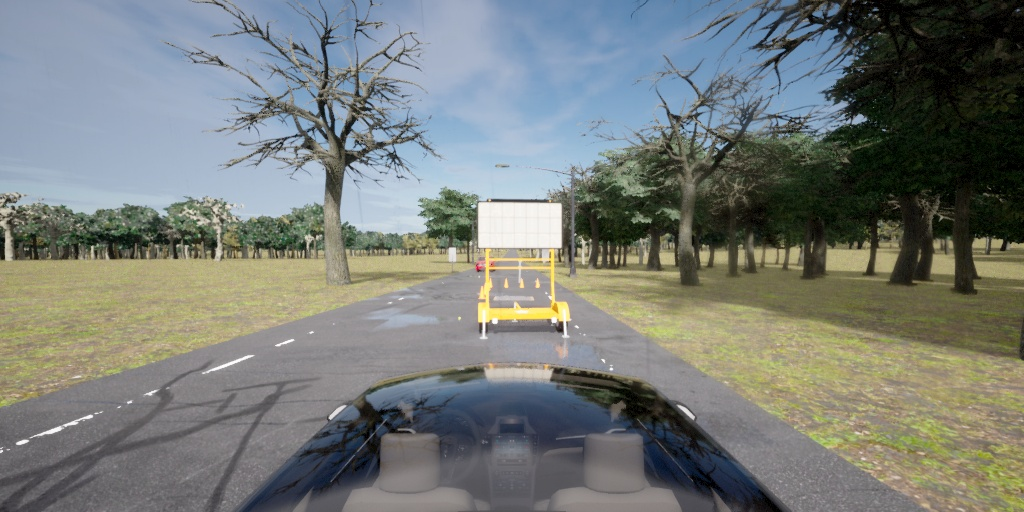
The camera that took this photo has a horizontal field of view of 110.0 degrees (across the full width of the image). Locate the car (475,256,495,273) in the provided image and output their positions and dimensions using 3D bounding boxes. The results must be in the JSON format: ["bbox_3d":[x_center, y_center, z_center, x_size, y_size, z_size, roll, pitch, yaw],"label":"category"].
[{"bbox_3d":[-3.359,1.018,45.592,2.150,2.045,5.566,0,0,0],"label":"car"}]

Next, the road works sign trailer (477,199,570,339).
[{"bbox_3d":[0.211,0.212,10.114,2.380,3.560,2.880,0,0,-5],"label":"road works sign trailer"}]
